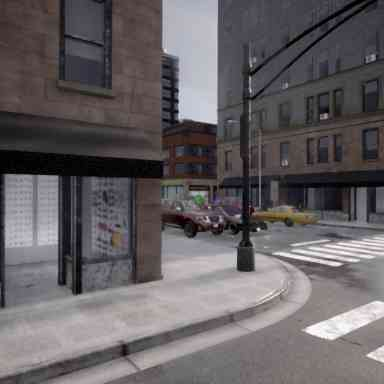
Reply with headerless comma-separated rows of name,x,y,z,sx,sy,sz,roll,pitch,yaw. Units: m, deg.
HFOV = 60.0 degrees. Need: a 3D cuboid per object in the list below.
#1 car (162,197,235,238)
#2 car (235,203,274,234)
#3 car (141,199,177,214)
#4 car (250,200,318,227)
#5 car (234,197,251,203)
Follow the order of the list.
car,-0.322,1.285,17.909,2.192,1.841,5.009,0,0,-36
car,1.796,1.528,19.250,2.033,1.411,5.357,0,0,-38
car,-3.685,1.530,36.431,1.887,1.381,4.507,0,0,-36
car,6.115,1.529,22.703,1.752,1.417,4.829,0,0,-36
car,2.915,1.313,27.187,2.192,1.841,5.009,0,0,-36
